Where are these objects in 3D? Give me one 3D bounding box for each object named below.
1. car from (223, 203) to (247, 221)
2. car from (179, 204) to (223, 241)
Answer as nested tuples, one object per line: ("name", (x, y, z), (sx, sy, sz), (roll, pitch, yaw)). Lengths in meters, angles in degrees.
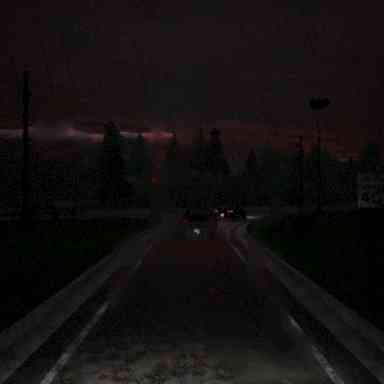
("car", (3.374, 1.705, 29.003), (1.812, 1.442, 4.674), (0, 0, 24))
("car", (0.433, 1.600, 17.439), (2.128, 1.511, 4.902), (0, 0, 5))
